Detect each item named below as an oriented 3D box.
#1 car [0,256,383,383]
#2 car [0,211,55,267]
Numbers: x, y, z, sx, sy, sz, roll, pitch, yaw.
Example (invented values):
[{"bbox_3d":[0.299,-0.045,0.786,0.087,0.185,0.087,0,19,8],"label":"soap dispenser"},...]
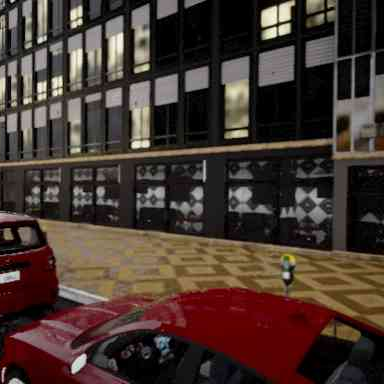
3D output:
[{"bbox_3d":[0.138,1.534,2.770,4.507,1.381,1.887,1,1,35],"label":"car"},{"bbox_3d":[-4.503,1.264,6.076,5.009,1.841,2.192,1,1,35],"label":"car"}]
